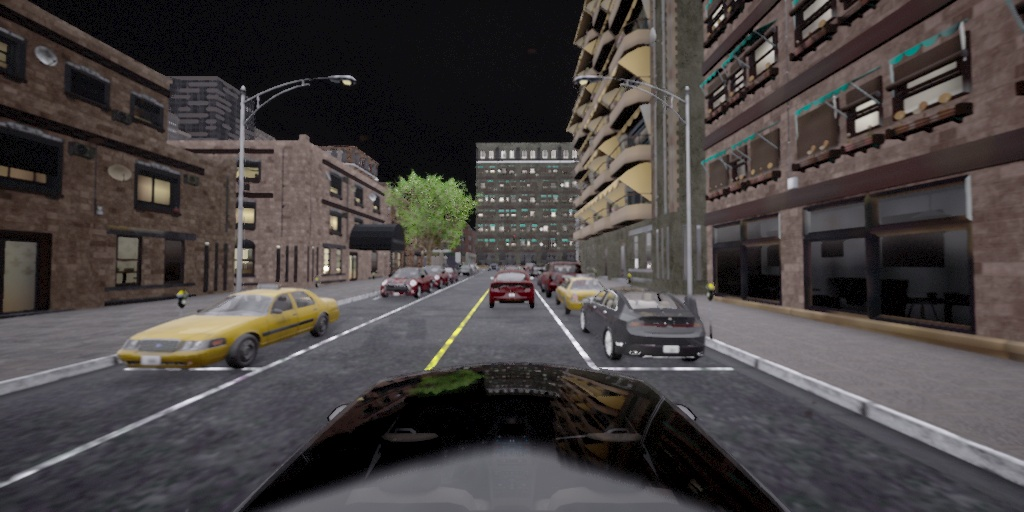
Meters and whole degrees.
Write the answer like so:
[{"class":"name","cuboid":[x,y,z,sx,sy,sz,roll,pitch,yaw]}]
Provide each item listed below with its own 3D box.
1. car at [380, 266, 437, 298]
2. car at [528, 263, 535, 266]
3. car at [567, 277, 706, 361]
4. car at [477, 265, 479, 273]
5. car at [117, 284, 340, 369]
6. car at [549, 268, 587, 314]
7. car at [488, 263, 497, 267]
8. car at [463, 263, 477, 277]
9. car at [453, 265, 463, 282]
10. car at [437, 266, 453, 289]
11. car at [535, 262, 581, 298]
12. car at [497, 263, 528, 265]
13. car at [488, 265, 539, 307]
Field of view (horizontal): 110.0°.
[{"class":"car","cuboid":[-5.664,1.363,19.558,1.967,1.591,4.097,0,0,0]},{"class":"car","cuboid":[2.677,1.659,36.680,1.948,1.339,4.313,0,0,0]},{"class":"car","cuboid":[2.688,1.363,8.248,2.007,1.370,4.403,0,0,0]},{"class":"car","cuboid":[-5.675,1.757,47.992,2.007,1.370,4.403,0,0,0]},{"class":"car","cuboid":[-5.659,1.338,8.016,1.751,1.417,4.829,0,0,0]},{"class":"car","cuboid":[2.686,1.393,14.104,1.751,1.417,4.829,0,0,0]},{"class":"car","cuboid":[-3.028,1.907,61.255,1.994,1.385,4.181,0,-1,0]},{"class":"car","cuboid":[-5.673,1.715,42.304,1.948,1.339,4.313,0,0,0]},{"class":"car","cuboid":[-5.668,1.617,30.932,1.802,1.307,4.207,0,0,0]},{"class":"car","cuboid":[-5.667,1.419,25.246,1.967,1.591,4.097,0,0,0]},{"class":"car","cuboid":[2.684,1.238,19.621,2.192,1.841,5.009,0,0,0]},{"class":"car","cuboid":[-0.006,1.530,31.162,2.128,1.511,4.902,0,0,0]},{"class":"car","cuboid":[0.002,1.369,16.337,1.882,1.535,5.008,0,0,0]}]
